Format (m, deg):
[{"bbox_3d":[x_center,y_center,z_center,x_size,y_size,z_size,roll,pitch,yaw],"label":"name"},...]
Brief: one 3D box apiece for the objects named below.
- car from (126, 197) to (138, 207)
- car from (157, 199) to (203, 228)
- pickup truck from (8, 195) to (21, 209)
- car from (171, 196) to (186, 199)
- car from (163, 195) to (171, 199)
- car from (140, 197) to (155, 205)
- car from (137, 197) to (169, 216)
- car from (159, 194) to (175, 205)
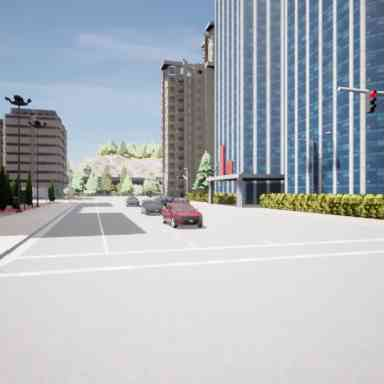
[{"bbox_3d":[-8.945,1.507,50.126,1.837,1.490,4.892,0,-1,-16],"label":"car"},{"bbox_3d":[-0.753,1.478,22.355,1.882,1.535,5.008,0,0,-17],"label":"car"},{"bbox_3d":[-22.803,1.059,38.506,2.390,2.098,6.274,0,0,14],"label":"pickup truck"},{"bbox_3d":[-1.714,1.547,50.658,2.033,1.411,5.357,0,0,-16],"label":"car"},{"bbox_3d":[-4.919,1.505,49.139,1.837,1.490,4.892,0,0,-16],"label":"car"},{"bbox_3d":[-7.912,1.601,58.997,1.895,1.301,4.718,0,0,-17],"label":"car"},{"bbox_3d":[-3.933,1.504,33.047,1.837,1.490,4.892,0,0,-16],"label":"car"},{"bbox_3d":[-4.540,1.352,59.938,2.097,1.767,4.553,0,0,-17],"label":"car"}]
